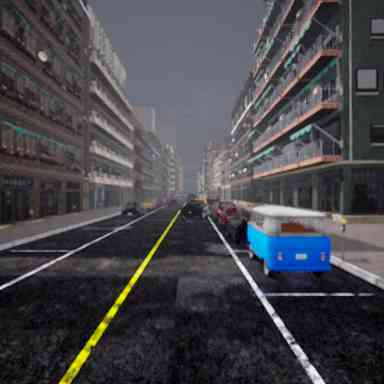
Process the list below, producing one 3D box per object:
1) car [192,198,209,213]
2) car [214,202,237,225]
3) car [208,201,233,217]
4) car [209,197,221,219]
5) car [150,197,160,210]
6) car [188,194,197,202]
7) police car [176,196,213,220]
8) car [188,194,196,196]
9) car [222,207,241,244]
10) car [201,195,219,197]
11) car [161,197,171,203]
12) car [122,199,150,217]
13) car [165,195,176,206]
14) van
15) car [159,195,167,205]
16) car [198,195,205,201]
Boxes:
[{"bbox_3d":[0.921,1.551,39.099,1.882,1.535,5.008,0,0,0],"label":"car"},{"bbox_3d":[2.703,1.586,21.329,1.887,1.381,4.507,0,0,0],"label":"car"},{"bbox_3d":[2.709,1.613,32.601,2.008,1.369,4.403,0,0,0],"label":"car"},{"bbox_3d":[2.706,1.492,26.966,1.967,1.590,4.097,0,0,0],"label":"car"},{"bbox_3d":[-5.666,1.606,43.712,1.752,1.417,4.829,0,0,0],"label":"car"},{"bbox_3d":[0.042,1.363,80.449,2.097,1.767,4.553,0,0,0],"label":"car"},{"bbox_3d":[0.404,1.478,29.437,1.930,1.638,5.238,-1,0,13],"label":"police car"},{"bbox_3d":[0.035,1.352,65.509,2.150,2.045,5.566,0,0,0],"label":"car"},{"bbox_3d":[2.699,1.597,15.692,1.947,1.339,4.313,0,0,0],"label":"car"},{"bbox_3d":[2.716,1.396,43.875,2.192,1.841,5.009,0,0,0],"label":"car"},{"bbox_3d":[-5.651,1.706,72.065,1.802,1.307,4.206,0,0,0],"label":"car"},{"bbox_3d":[-5.672,1.628,32.609,1.947,1.339,4.313,0,0,0],"label":"car"},{"bbox_3d":[-3.029,1.665,57.296,1.994,1.385,4.181,0,0,0],"label":"car"},{"bbox_3d":[2.698,1.361,10.056,1.690,1.788,3.998,0,0,0],"label":"van"},{"bbox_3d":[-5.657,1.547,60.793,1.967,1.590,4.097,0,0,0],"label":"car"},{"bbox_3d":[2.742,1.680,94.772,1.752,1.417,4.829,0,0,0],"label":"car"}]
